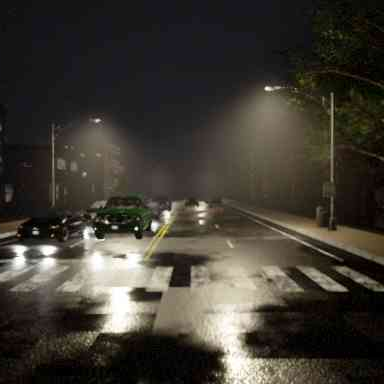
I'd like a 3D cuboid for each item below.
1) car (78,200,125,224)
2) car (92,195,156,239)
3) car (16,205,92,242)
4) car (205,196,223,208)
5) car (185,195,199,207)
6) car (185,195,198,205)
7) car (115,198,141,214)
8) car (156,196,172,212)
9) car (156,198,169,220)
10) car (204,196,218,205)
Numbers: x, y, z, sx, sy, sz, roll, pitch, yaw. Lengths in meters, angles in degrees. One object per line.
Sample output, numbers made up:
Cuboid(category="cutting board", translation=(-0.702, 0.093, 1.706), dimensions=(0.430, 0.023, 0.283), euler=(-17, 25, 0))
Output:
Cuboid(category="car", translation=(-6.624, 1.427, 24.963), dimensions=(2.128, 1.511, 4.902), euler=(0, 0, 0))
Cuboid(category="car", translation=(-3.370, 1.177, 17.250), dimensions=(2.150, 2.045, 5.566), euler=(0, 0, 0))
Cuboid(category="car", translation=(-6.617, 1.522, 16.052), dimensions=(1.994, 1.385, 4.181), euler=(0, 0, 0))
Cuboid(category="car", translation=(3.299, 1.371, 46.699), dimensions=(2.128, 1.511, 4.902), euler=(0, 0, 0))
Cuboid(category="car", translation=(0.046, 1.402, 48.024), dimensions=(1.812, 1.442, 4.674), euler=(0, 0, 0))
Cuboid(category="car", translation=(-0.066, 1.340, 58.104), dimensions=(2.128, 1.511, 4.902), euler=(0, 0, 0))
Cuboid(category="car", translation=(-6.627, 1.435, 34.879), dimensions=(1.812, 1.442, 4.674), euler=(0, 0, 0))
Cuboid(category="car", translation=(-3.369, 1.256, 37.394), dimensions=(2.097, 1.767, 4.553), euler=(0, 0, 0))
Cuboid(category="car", translation=(-3.379, 1.476, 27.509), dimensions=(2.033, 1.411, 5.357), euler=(0, 0, 0))
Cuboid(category="car", translation=(3.184, 1.399, 56.883), dimensions=(2.033, 1.411, 5.357), euler=(0, 0, 0))
